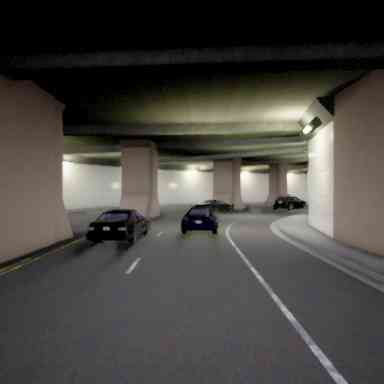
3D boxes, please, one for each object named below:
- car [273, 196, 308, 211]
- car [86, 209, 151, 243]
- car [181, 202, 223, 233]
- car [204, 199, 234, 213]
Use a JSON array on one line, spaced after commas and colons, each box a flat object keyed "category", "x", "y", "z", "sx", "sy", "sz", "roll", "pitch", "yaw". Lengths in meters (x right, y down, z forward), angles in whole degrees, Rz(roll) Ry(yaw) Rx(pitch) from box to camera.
[{"category": "car", "x": 11.442, "y": 1.250, "z": 38.471, "sx": 4.553, "sy": 1.767, "sz": 2.097, "roll": 0, "pitch": 0, "yaw": -41}, {"category": "car", "x": -3.280, "y": 1.505, "z": 15.753, "sx": 2.033, "sy": 1.411, "sz": 5.357, "roll": 0, "pitch": 0, "yaw": 3}, {"category": "car", "x": 0.564, "y": 1.513, "z": 19.211, "sx": 1.994, "sy": 1.385, "sz": 4.181, "roll": 0, "pitch": 0, "yaw": 6}, {"category": "car", "x": 2.394, "y": 1.457, "z": 33.943, "sx": 2.033, "sy": 1.411, "sz": 5.357, "roll": 0, "pitch": 0, "yaw": 34}]
